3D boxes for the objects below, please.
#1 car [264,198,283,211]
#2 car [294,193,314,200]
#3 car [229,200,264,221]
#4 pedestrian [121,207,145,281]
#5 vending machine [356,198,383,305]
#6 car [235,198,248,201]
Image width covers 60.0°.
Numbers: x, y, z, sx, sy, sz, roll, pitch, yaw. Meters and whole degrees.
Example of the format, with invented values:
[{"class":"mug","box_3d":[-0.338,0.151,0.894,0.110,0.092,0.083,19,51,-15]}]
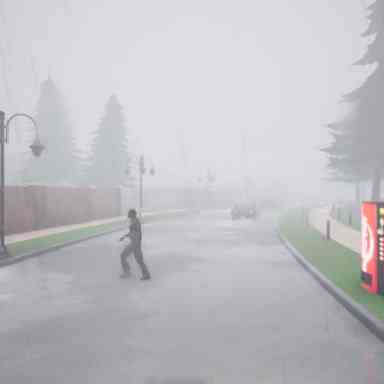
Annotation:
[{"class":"car","box_3d":[9.864,1.504,40.803,1.837,1.490,4.892,0,0,25]},{"class":"car","box_3d":[28.111,1.175,84.917,3.866,1.878,1.905,0,0,44]},{"class":"car","box_3d":[4.530,1.600,27.392,1.895,1.301,4.718,0,0,17]},{"class":"pedestrian","box_3d":[-1.474,1.294,8.296,0.375,1.860,0.375,0,0,5]},{"class":"vending machine","box_3d":[4.205,1.195,7.018,1.100,2.100,0.880,0,0,5]},{"class":"car","box_3d":[6.211,1.525,41.754,1.812,1.442,4.674,0,0,26]}]
